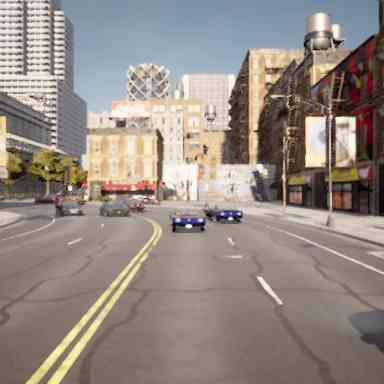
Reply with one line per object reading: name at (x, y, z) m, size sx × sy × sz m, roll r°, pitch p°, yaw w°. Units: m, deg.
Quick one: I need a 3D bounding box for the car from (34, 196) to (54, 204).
car at (-25.747, 1.399, 59.133) m, size 4.674 × 1.452 × 2.002 m, roll 0°, pitch 0°, yaw 20°

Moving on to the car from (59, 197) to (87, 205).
car at (-20.444, 1.478, 56.961) m, size 4.718 × 1.301 × 1.895 m, roll 0°, pitch 0°, yaw 30°

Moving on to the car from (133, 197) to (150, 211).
car at (-7.307, 1.469, 37.798) m, size 2.033 × 1.411 × 5.357 m, roll 0°, pitch 0°, yaw -36°

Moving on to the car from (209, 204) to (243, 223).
car at (2.164, 1.548, 25.220) m, size 1.895 × 1.301 × 4.718 m, roll 0°, pitch 0°, yaw -13°

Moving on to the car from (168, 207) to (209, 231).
car at (-0.426, 1.559, 20.229) m, size 1.895 × 1.301 × 4.718 m, roll 0°, pitch 0°, yaw -7°

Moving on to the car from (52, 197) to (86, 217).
car at (-11.454, 1.462, 30.905) m, size 1.812 × 1.442 × 4.674 m, roll 0°, pitch 0°, yaw -32°

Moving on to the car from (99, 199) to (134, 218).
car at (-6.949, 1.503, 29.633) m, size 1.994 × 1.385 × 4.181 m, roll 0°, pitch 0°, yaw -26°
